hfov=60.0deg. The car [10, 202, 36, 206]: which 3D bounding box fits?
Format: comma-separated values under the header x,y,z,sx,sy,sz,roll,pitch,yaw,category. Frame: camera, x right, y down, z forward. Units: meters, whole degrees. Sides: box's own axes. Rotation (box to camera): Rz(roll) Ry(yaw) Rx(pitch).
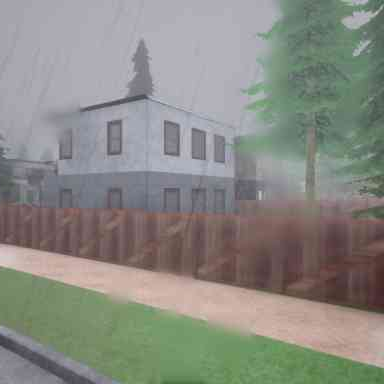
x,y,z,sx,sy,sz,roll,pitch,yaw,category
-15.363,1.582,29.328,1.895,1.301,4.718,0,0,28,car
